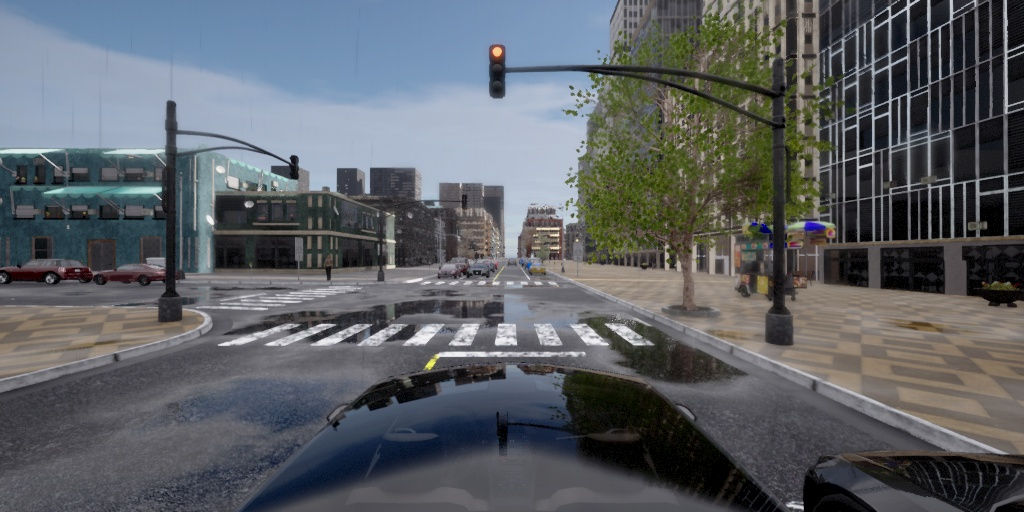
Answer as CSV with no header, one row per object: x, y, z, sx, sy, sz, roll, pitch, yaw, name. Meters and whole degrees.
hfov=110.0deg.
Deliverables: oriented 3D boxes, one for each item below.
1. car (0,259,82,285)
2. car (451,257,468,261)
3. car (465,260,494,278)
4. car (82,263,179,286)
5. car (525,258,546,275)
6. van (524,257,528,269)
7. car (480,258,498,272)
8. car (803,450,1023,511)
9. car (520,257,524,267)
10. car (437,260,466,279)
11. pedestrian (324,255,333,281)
-28.363,0.879,21.751,4.097,1.591,1.967,0,0,-1,car
-5.679,1.067,38.460,2.192,1.841,5.009,0,0,0,car
-3.089,1.316,33.733,1.994,1.385,4.181,0,0,0,car
-22.815,1.090,21.828,4.207,1.307,1.802,0,0,-1,car
2.702,1.278,38.630,1.751,1.417,4.829,0,0,0,car
2.703,1.094,44.011,1.690,1.789,3.998,0,0,0,van
-3.086,1.317,43.782,1.994,1.385,4.181,0,0,0,car
2.691,1.316,0.431,1.948,1.339,4.313,0,0,0,car
2.706,1.305,55.113,2.007,1.370,4.403,0,0,0,car
-5.680,1.334,32.909,1.802,1.307,4.207,0,0,0,car
-12.742,0.788,24.916,0.375,1.860,0.375,0,-1,-1,pedestrian
